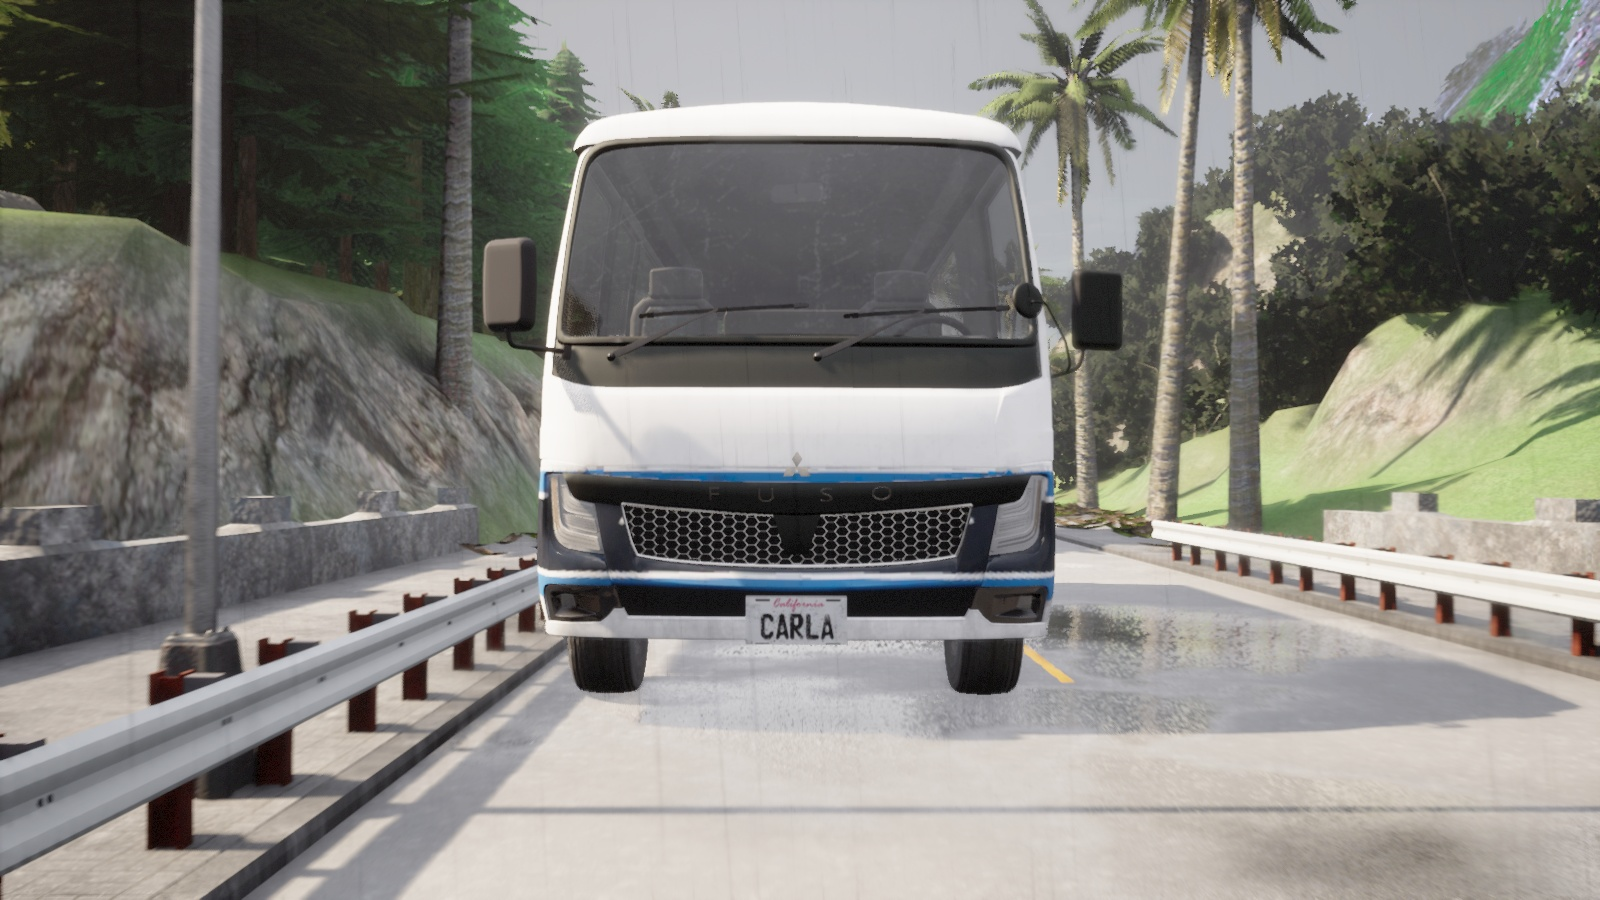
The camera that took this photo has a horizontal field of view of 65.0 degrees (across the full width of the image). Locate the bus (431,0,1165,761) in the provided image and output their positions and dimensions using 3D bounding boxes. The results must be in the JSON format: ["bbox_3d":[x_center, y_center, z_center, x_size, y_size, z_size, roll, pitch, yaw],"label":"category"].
[{"bbox_3d":[-0.031,-0.362,11.920,3.944,4.253,10.273,0,-1,0],"label":"bus"}]
